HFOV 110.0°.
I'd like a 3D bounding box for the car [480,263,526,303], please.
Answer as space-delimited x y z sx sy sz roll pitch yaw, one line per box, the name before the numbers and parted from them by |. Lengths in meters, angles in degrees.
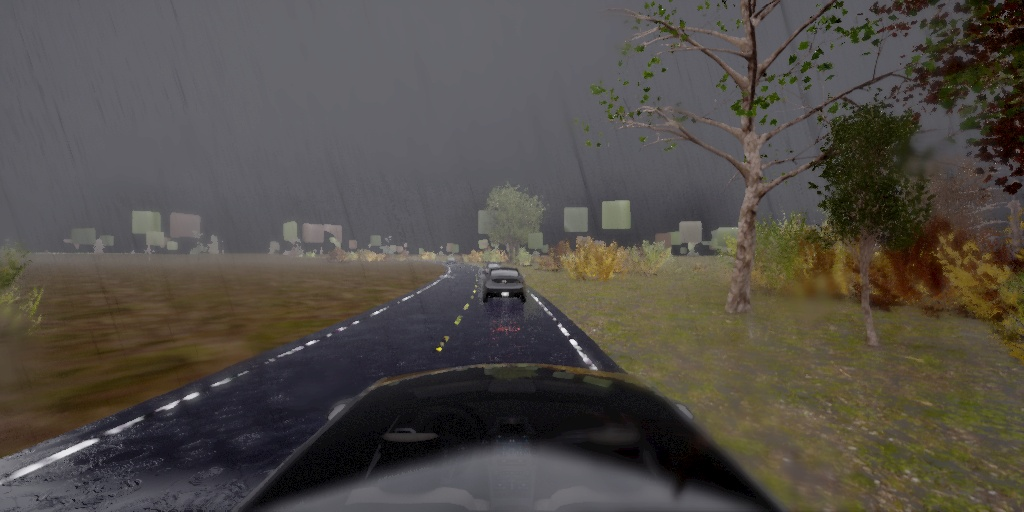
car | -0.395 1.251 16.608 1.837 1.490 4.892 0 0 -3
